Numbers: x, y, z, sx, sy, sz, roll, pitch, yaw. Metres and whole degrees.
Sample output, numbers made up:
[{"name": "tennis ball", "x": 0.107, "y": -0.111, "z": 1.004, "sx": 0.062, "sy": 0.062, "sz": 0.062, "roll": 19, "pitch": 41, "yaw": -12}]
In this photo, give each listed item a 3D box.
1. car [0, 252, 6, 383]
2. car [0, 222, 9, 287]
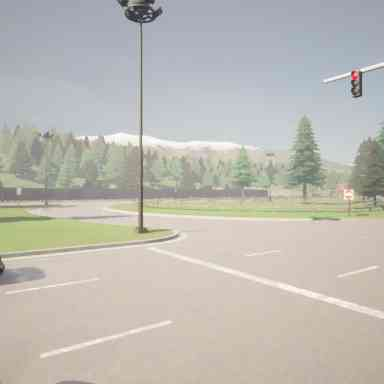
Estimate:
[{"name": "car", "x": -3.314, "y": 1.352, "z": 1.380, "sx": 4.553, "sy": 1.767, "sz": 2.097, "roll": 0, "pitch": 0, "yaw": -36}, {"name": "car", "x": -7.162, "y": 1.547, "z": 7.234, "sx": 5.357, "sy": 1.411, "sz": 2.033, "roll": 0, "pitch": 0, "yaw": -35}]
